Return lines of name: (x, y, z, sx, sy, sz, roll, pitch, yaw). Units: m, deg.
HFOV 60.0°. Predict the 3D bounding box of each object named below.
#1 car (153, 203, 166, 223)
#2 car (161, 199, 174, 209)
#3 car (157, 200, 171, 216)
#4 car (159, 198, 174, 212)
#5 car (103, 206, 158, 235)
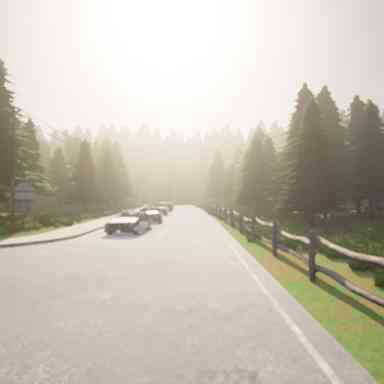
car: (-3.548, 1.926, 28.662, 1.994, 1.385, 4.181, 0, -1, -1)
car: (-4.272, 2.099, 58.636, 2.097, 1.767, 4.553, 0, -1, -2)
car: (-3.813, 2.010, 39.434, 1.837, 1.490, 4.892, 0, -1, -2)
car: (-4.037, 1.860, 50.112, 2.150, 2.045, 5.566, 0, 0, -2)
car: (-3.798, 1.811, 20.808, 2.033, 1.411, 5.357, 0, -1, 5)
